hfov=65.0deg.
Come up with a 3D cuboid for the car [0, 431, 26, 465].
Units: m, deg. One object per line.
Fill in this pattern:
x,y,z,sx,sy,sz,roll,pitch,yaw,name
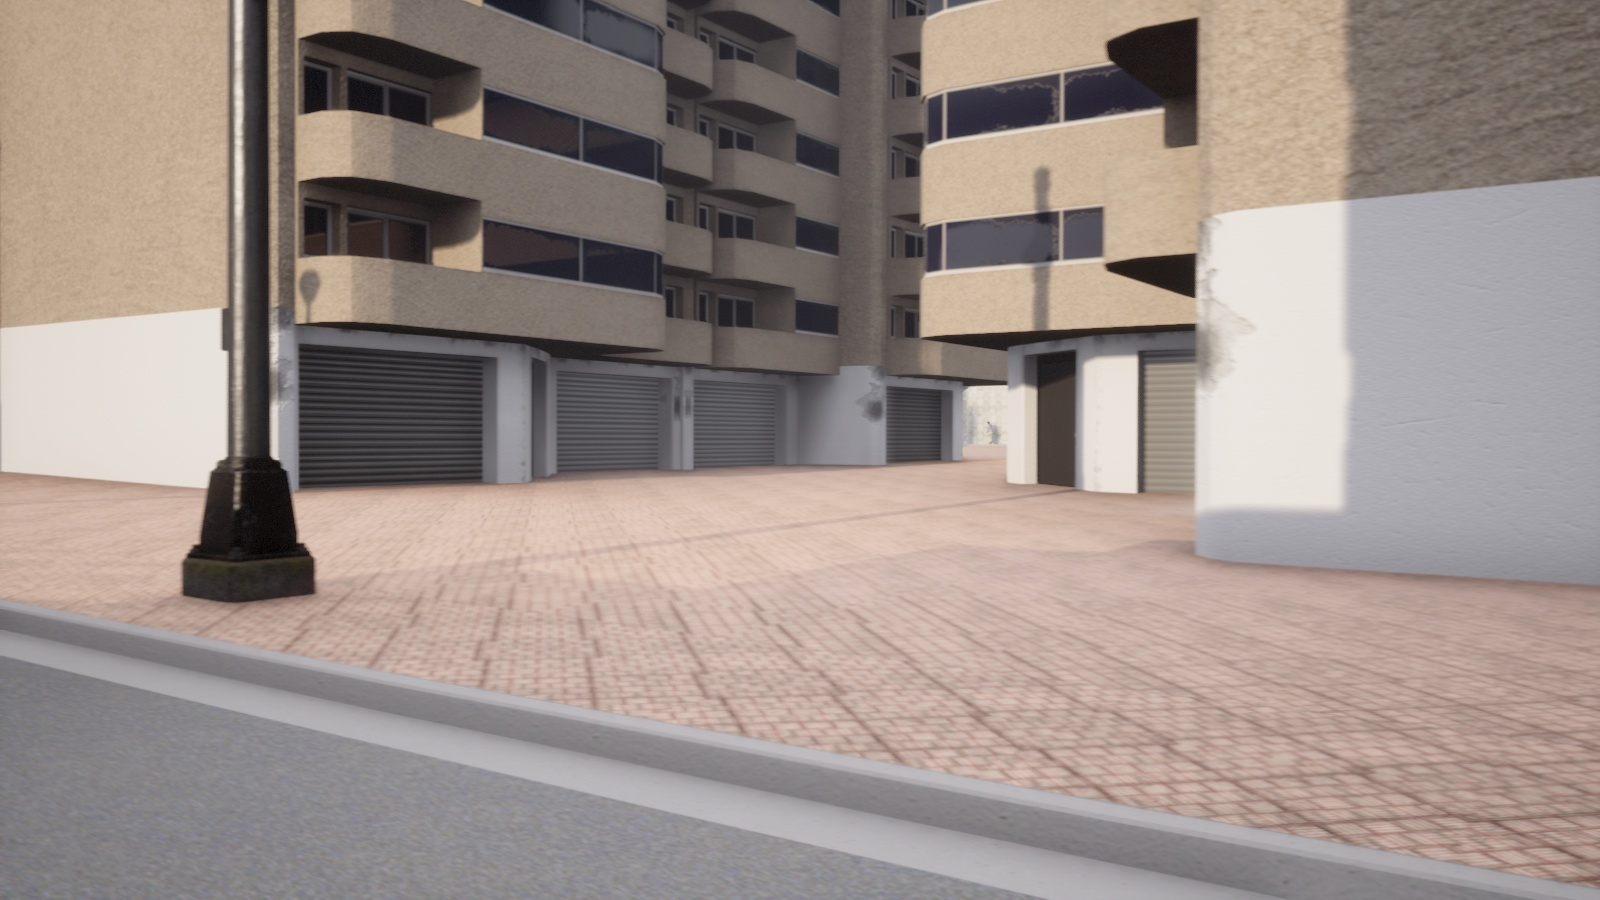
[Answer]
-34.988,-0.058,52.302,1.994,1.385,4.181,0,1,35,car
